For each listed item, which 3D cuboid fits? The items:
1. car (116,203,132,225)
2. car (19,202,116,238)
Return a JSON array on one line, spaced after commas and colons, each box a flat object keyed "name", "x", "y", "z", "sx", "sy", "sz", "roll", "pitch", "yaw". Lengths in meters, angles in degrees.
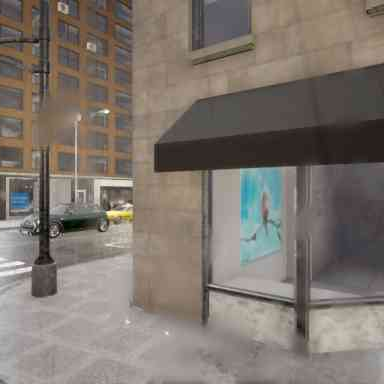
[{"name": "car", "x": -4.907, "y": 1.548, "z": 24.696, "sx": 1.752, "sy": 1.417, "sz": 4.829, "roll": 0, "pitch": 0, "yaw": 36}, {"name": "car", "x": -6.709, "y": 1.366, "z": 17.871, "sx": 2.097, "sy": 1.767, "sz": 4.553, "roll": 0, "pitch": 0, "yaw": 36}]
